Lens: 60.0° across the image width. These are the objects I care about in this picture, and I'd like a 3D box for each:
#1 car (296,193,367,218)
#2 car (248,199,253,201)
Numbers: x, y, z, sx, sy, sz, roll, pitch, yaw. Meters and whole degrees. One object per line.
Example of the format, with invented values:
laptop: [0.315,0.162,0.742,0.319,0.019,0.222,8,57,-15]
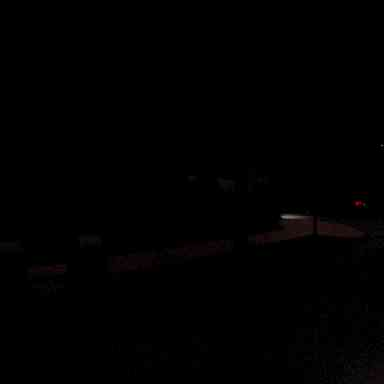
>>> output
car: [11.791,1.063,28.348,5.566,2.045,2.150,0,0,42]
car: [4.895,1.348,29.594,4.892,1.490,1.837,0,0,42]
